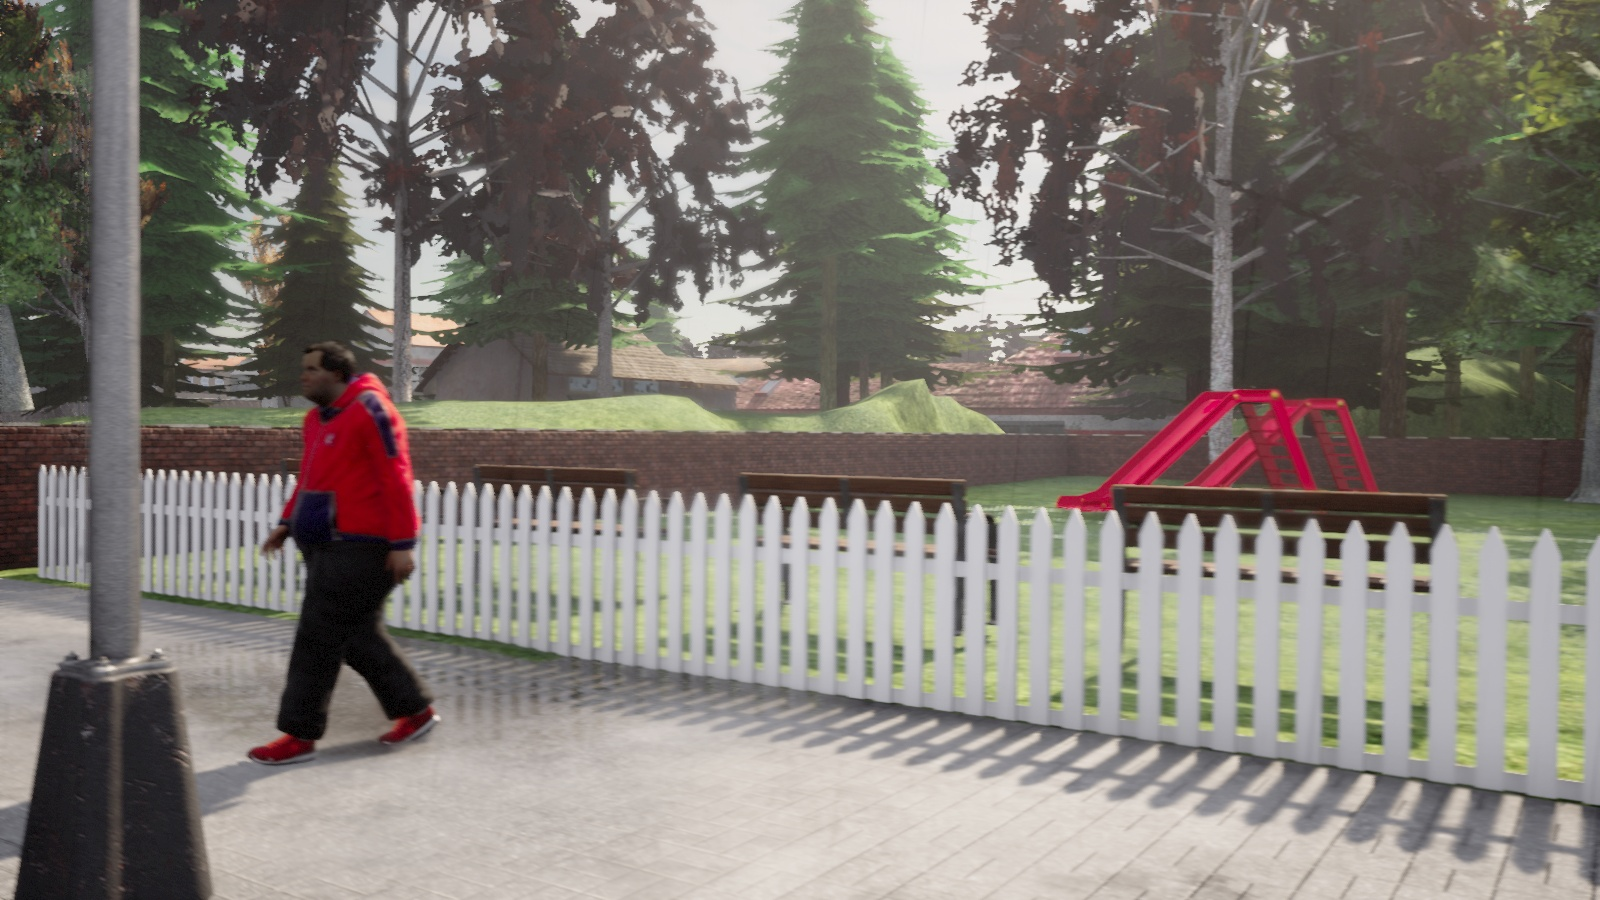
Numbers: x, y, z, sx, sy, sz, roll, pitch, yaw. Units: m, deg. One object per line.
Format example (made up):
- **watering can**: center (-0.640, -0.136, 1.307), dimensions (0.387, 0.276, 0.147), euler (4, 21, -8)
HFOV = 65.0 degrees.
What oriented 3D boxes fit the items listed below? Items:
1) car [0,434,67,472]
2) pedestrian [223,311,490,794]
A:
- **car**: center (-36.477, 0.124, 57.389), dimensions (2.242, 1.667, 4.611), euler (0, 1, 33)
- **pedestrian**: center (-1.874, 0.386, 5.309), dimensions (0.899, 1.844, 0.634), euler (-1, 1, -36)
